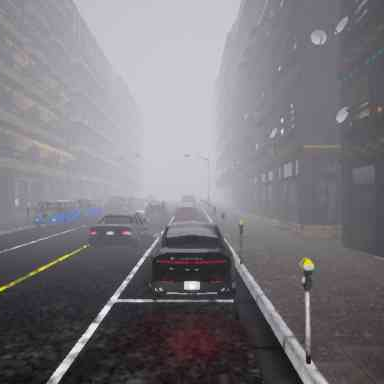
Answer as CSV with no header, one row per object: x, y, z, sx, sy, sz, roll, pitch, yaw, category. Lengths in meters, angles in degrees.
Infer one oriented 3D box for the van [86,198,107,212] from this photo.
-8.312,1.368,26.286,1.690,1.788,3.998,1,0,0,van

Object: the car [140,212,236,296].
0.000,1.508,8.653,1.837,1.490,4.892,0,0,0,car

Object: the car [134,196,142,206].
-8.311,1.378,42.876,2.192,1.841,5.009,1,0,0,car

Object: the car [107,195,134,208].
-8.311,1.365,37.346,2.192,1.841,5.009,1,0,0,car

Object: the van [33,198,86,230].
-8.311,1.358,20.753,1.690,1.788,3.998,2,0,0,van

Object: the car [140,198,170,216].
-3.020,1.529,29.792,2.128,1.511,4.902,0,0,0,car

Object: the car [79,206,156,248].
-3.020,1.574,14.786,2.033,1.411,5.357,0,0,0,car

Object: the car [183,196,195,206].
-0.469,1.553,59.411,1.967,1.590,4.097,1,0,0,car

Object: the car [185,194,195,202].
-0.468,1.521,81.536,2.192,1.841,5.009,1,0,0,car

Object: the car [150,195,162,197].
-8.313,1.470,70.529,2.192,1.841,5.009,1,0,0,car

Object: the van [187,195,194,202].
-0.469,1.575,87.068,1.690,1.788,3.998,1,0,0,van

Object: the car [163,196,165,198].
-8.321,1.846,92.653,1.802,1.307,4.206,1,0,0,car

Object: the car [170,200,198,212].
-0.436,1.571,26.224,1.887,1.381,4.507,1,0,0,car

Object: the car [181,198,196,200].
-0.436,1.582,31.754,1.887,1.381,4.507,1,0,0,car

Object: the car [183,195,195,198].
-0.427,1.490,37.286,1.967,1.590,4.097,1,0,0,car

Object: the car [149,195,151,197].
-8.318,1.660,53.938,1.947,1.339,4.313,1,0,0,car
